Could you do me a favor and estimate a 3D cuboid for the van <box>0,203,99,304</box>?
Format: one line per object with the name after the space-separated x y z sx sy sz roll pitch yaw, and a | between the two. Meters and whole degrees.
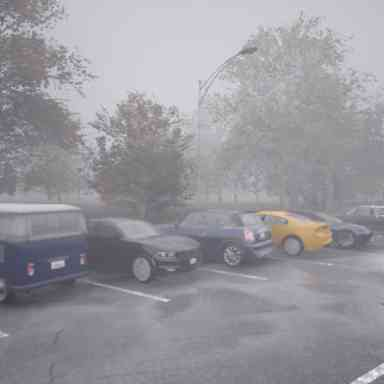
-4.551 1.261 8.097 4.442 1.987 1.878 -1 -1 34 | van

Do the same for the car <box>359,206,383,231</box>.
10.213 1.517 18.180 4.892 1.521 2.231 -1 -1 36 | car

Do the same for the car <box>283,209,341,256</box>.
2.855 1.496 13.139 5.008 1.535 2.097 -1 -1 35 | car

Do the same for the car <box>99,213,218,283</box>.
-2.024 1.488 9.755 5.008 1.535 2.097 -1 -1 35 | car

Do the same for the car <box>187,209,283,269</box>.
0.434 1.366 11.428 4.553 1.767 2.185 -1 -1 35 | car

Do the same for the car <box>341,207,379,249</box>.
5.326 1.531 14.811 4.792 1.488 2.163 -1 -1 35 | car
